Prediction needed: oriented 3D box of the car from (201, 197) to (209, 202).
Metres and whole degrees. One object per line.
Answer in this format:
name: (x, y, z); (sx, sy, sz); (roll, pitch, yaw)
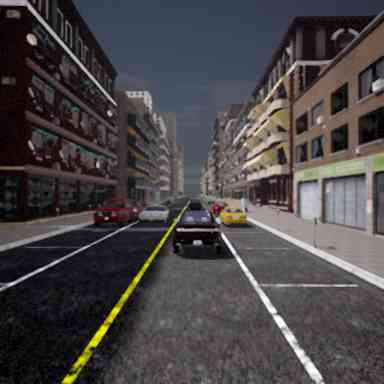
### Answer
car: (3.438, 1.892, 85.866); (1.947, 1.339, 4.313); (0, 0, 1)

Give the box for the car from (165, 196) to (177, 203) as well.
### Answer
car: (-5.041, 1.818, 74.672); (2.008, 1.369, 4.403); (0, 0, 1)

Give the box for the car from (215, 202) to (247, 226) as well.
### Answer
car: (2.894, 1.624, 24.041); (1.752, 1.417, 4.829); (0, 0, 1)

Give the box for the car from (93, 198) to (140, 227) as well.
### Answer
car: (-5.486, 1.395, 23.950); (2.192, 1.841, 5.009); (0, 0, 1)

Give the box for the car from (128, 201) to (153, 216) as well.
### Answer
car: (-5.389, 1.667, 35.221); (1.887, 1.381, 4.507); (0, 0, 1)

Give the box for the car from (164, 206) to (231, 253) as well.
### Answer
car: (0.214, 1.547, 13.954); (2.128, 1.511, 4.902); (0, 0, 1)

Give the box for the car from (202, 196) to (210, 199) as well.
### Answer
car: (3.190, 1.775, 57.686); (2.008, 1.369, 4.403); (0, 0, 1)

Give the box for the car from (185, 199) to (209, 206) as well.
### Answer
car: (0.366, 1.646, 31.316); (1.812, 1.442, 4.674); (0, 0, 1)

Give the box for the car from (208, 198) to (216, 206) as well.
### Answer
car: (2.991, 1.685, 35.143); (1.887, 1.381, 4.507); (0, 0, 1)

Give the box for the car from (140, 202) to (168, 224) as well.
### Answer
car: (-2.861, 1.694, 25.811); (1.895, 1.301, 4.718); (0, 0, 1)

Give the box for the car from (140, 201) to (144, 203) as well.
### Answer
car: (-5.438, 1.541, 29.584); (1.967, 1.590, 4.097); (0, 0, 1)

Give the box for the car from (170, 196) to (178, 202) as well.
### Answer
car: (-4.893, 1.873, 91.581); (1.887, 1.381, 4.507); (0, 0, 1)
